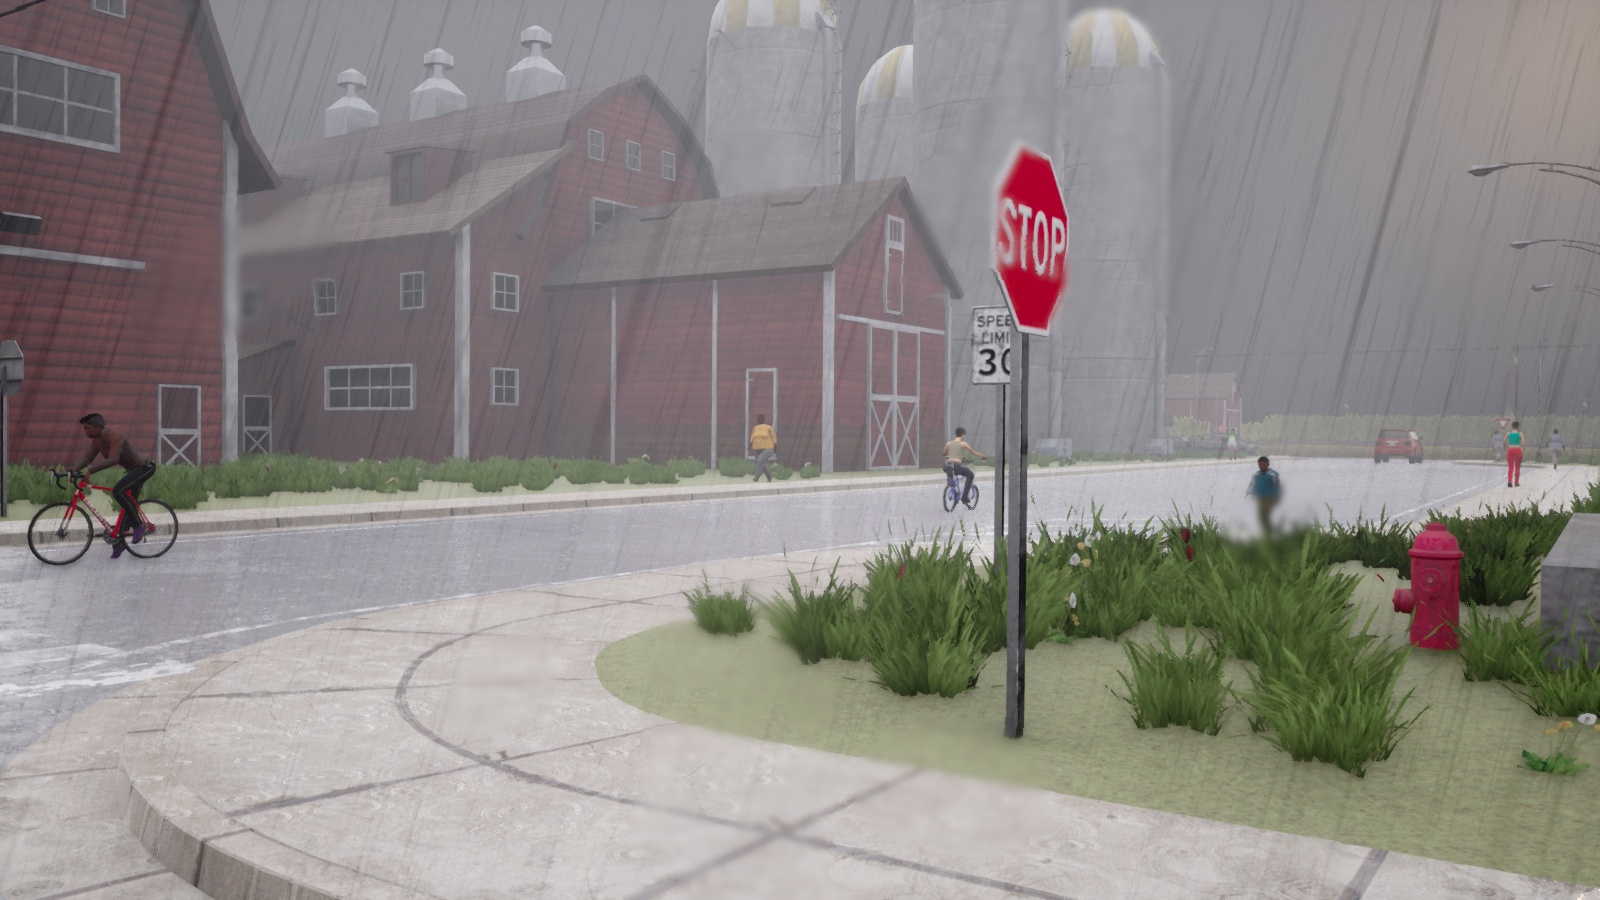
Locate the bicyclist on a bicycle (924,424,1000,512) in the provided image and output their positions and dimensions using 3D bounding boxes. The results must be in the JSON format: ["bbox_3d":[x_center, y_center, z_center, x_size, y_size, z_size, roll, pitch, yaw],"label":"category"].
[{"bbox_3d":[3.092,0.314,23.883,0.866,1.612,1.509,0,1,33],"label":"bicyclist on a bicycle"}]

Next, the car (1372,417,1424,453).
[{"bbox_3d":[35.622,-0.893,74.757,2.150,2.045,5.566,0,1,32],"label":"car"}]

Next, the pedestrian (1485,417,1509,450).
[{"bbox_3d":[39.774,-0.952,71.671,0.874,1.855,0.900,-1,1,1],"label":"pedestrian"}]

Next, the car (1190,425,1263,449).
[{"bbox_3d":[31.064,-0.956,91.553,4.611,1.667,2.242,0,1,33],"label":"car"}]

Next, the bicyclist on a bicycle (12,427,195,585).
[{"bbox_3d":[-7.561,0.565,13.709,0.582,1.620,1.656,0,1,33],"label":"bicyclist on a bicycle"}]

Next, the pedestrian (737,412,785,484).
[{"bbox_3d":[-1.012,-0.054,32.921,0.874,1.855,0.900,0,1,33],"label":"pedestrian"}]

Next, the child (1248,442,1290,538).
[{"bbox_3d":[5.935,0.496,15.890,0.343,1.192,0.448,0,1,45],"label":"child"}]

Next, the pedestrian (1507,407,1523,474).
[{"bbox_3d":[19.725,-0.265,34.659,0.345,1.836,0.594,0,1,33],"label":"pedestrian"}]

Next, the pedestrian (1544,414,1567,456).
[{"bbox_3d":[33.907,-0.690,56.343,0.874,1.855,0.900,0,1,30],"label":"pedestrian"}]

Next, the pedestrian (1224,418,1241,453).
[{"bbox_3d":[24.409,-0.801,70.816,0.659,1.952,0.873,0,1,36],"label":"pedestrian"}]
